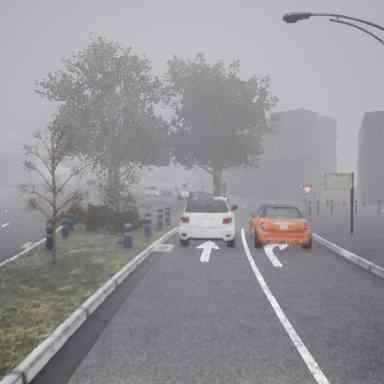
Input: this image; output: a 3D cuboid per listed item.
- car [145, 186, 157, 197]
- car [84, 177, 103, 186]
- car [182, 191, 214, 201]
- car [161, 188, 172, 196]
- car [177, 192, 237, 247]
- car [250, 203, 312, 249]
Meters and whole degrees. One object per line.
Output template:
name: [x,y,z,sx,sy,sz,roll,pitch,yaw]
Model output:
car: [-8.155,-0.225,66.425,2.150,2.045,5.566,0,5,-9]
car: [-27.000,-2.469,90.867,4.792,1.488,2.163,-3,7,-33]
car: [0.997,0.601,55.700,4.892,1.490,1.837,1,1,24]
car: [-5.189,0.008,66.879,2.128,1.511,4.902,0,5,-9]
car: [0.809,1.175,14.804,2.150,2.045,5.566,0,1,7]
car: [3.657,1.292,14.411,2.097,1.767,4.553,0,1,7]
